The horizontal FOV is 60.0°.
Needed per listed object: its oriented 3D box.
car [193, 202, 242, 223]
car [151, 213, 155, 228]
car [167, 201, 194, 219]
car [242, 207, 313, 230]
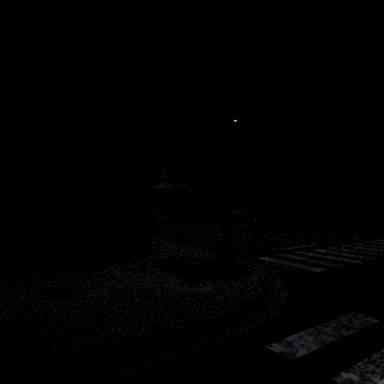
[{"bbox_3d":[2.432,1.639,26.443,1.752,1.417,4.829,1,0,-35],"label":"car"},{"bbox_3d":[-4.010,1.460,21.657,1.967,1.590,4.097,1,0,-35],"label":"car"},{"bbox_3d":[-0.660,1.552,30.806,1.967,1.590,4.097,1,0,-35],"label":"car"},{"bbox_3d":[5.721,1.667,21.802,2.008,1.369,4.403,1,0,-35],"label":"car"}]
